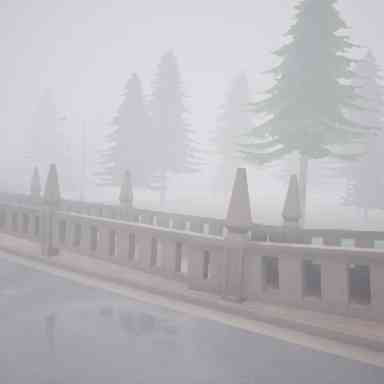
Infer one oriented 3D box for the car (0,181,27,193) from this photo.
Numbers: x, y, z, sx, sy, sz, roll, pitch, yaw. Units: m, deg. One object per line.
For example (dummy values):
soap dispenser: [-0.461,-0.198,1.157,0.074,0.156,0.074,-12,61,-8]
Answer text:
car: [-21.256,-0.474,37.413,1.882,1.535,5.008,4,3,37]
